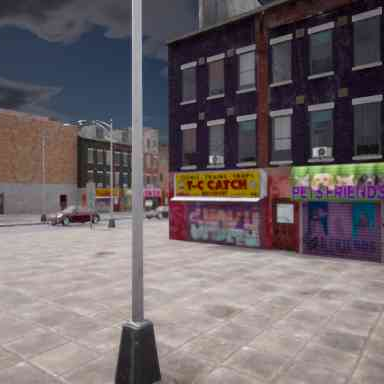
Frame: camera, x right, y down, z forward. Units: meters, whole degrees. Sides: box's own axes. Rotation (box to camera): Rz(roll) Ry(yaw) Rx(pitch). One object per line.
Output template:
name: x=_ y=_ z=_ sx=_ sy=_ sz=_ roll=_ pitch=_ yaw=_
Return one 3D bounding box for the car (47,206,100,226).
car: x=-9.514 y=1.825 z=26.737 sx=1.967 sy=1.590 sz=4.097 roll=-2 pitch=-2 yaw=36

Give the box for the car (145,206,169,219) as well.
car: x=-3.088 y=2.171 z=35.529 sx=2.008 sy=1.369 sz=4.403 roll=-2 pitch=-2 yaw=36
